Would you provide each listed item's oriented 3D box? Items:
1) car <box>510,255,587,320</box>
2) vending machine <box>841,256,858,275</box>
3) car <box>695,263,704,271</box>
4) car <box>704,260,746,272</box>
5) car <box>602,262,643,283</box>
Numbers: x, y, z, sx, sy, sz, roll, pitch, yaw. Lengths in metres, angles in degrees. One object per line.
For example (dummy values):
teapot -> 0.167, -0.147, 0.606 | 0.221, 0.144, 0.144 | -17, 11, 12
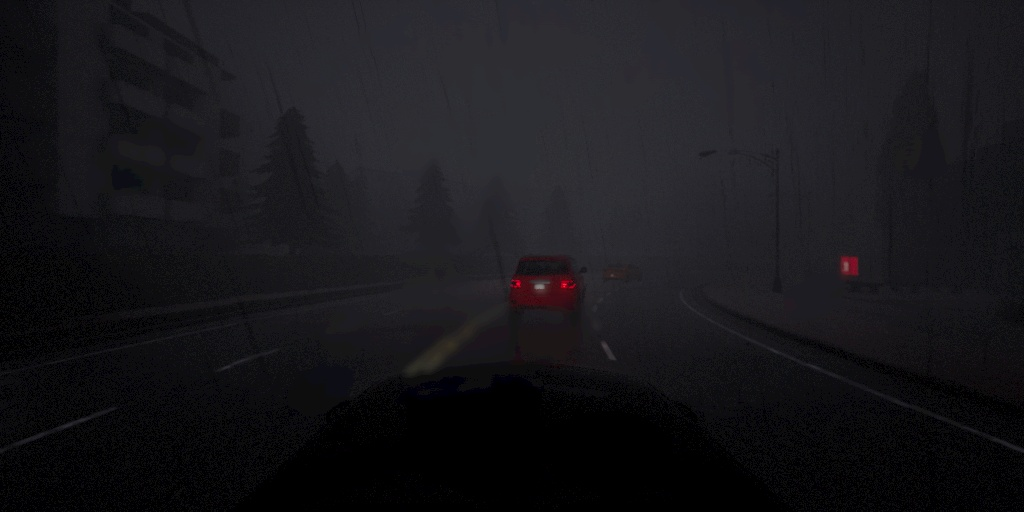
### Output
car -> 1.466, 0.988, 13.035 | 2.150, 2.045, 5.566 | 0, 0, 14
vending machine -> 34.536, 1.011, 36.661 | 0.880, 2.100, 1.100 | 0, 0, -14
car -> 27.729, 1.393, 50.013 | 4.181, 1.385, 1.994 | 0, 0, -17
car -> 27.837, 1.329, 46.407 | 4.892, 1.490, 1.837 | 0, -1, -18
car -> 8.815, 1.266, 28.359 | 1.882, 1.535, 5.008 | 0, 0, 36
